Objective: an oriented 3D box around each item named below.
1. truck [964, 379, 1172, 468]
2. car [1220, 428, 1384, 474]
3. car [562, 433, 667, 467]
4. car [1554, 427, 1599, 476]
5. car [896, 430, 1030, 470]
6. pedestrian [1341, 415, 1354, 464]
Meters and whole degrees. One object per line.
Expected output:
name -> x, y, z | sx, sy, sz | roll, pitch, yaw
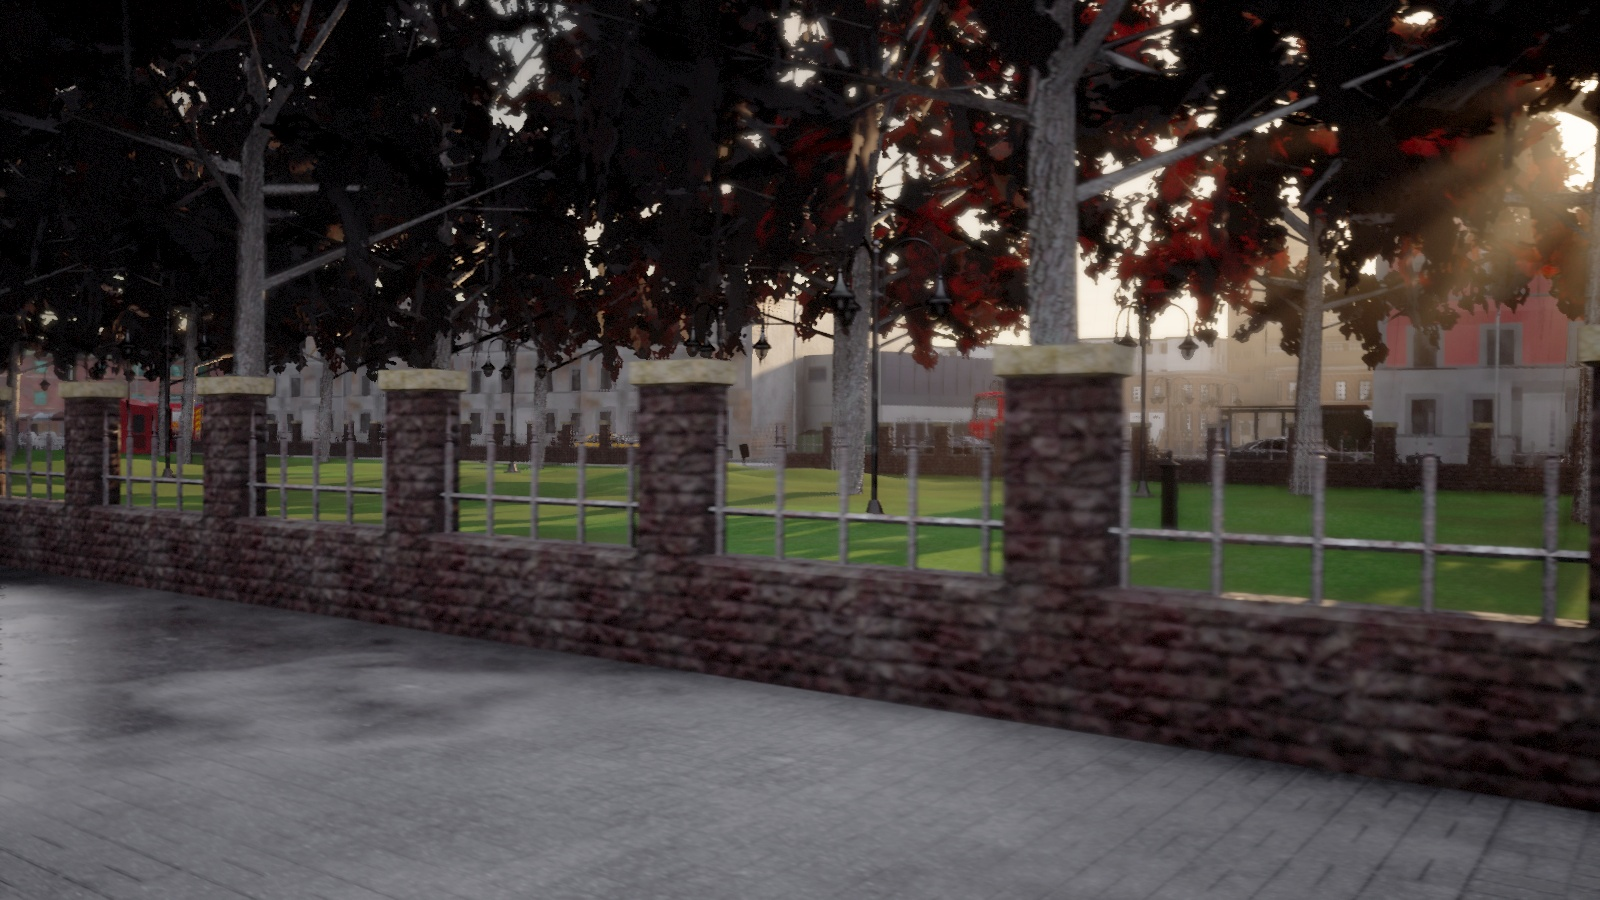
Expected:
truck -> 11.031, -1.027, 52.147 | 7.936, 3.462, 2.891 | 0, 1, 36
car -> 17.078, 0.017, 42.863 | 4.892, 1.490, 1.837 | 0, 1, 36
car -> -9.168, -0.016, 61.821 | 5.366, 1.575, 1.801 | 0, 1, 36
car -> 25.094, 0.028, 37.085 | 4.674, 1.442, 1.812 | 0, 1, 36
car -> 6.530, -0.018, 50.484 | 4.902, 1.511, 2.128 | 0, 1, 36
pedestrian -> 22.102, -0.429, 50.702 | 0.423, 1.949, 0.788 | 0, 1, 21
